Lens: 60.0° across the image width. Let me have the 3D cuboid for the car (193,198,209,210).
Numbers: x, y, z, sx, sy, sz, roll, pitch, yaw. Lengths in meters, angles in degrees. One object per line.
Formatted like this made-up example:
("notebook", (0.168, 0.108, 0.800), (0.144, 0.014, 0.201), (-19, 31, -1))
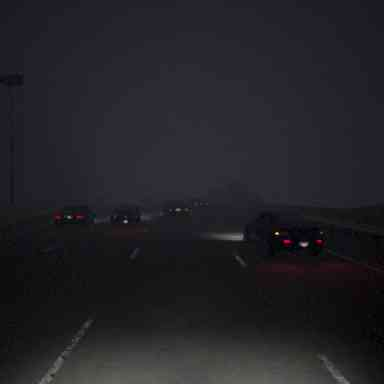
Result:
("car", (0.440, 1.365, 38.283), (2.033, 1.411, 5.357), (-1, 0, -14))

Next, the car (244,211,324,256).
("car", (3.296, 1.428, 12.605), (1.812, 1.442, 4.674), (0, 0, -4))

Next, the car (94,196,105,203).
("car", (-17.541, 1.406, 62.822), (2.128, 1.511, 4.902), (0, 0, -21))

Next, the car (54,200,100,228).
("car", (-7.673, 1.535, 22.123), (2.033, 1.411, 5.357), (-1, 0, -9))

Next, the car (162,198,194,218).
("car", (-1.503, 1.433, 28.554), (2.033, 1.411, 5.357), (-1, 0, -11))

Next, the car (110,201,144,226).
("car", (-4.470, 1.547, 23.020), (1.895, 1.301, 4.718), (-1, 0, -8))

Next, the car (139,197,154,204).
("car", (-7.749, 1.431, 56.568), (1.895, 1.301, 4.718), (-1, 0, -18))
